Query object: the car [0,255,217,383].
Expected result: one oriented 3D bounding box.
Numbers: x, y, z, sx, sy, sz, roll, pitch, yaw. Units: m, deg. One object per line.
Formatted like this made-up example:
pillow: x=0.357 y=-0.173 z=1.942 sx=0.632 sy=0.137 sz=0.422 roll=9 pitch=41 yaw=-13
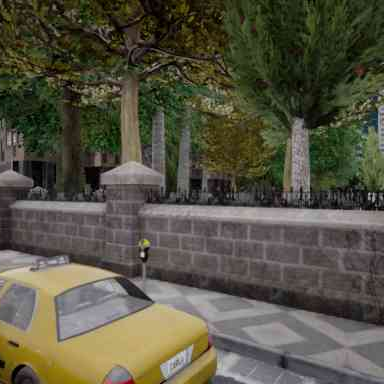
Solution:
car: x=-2.014 y=1.525 z=4.395 sx=4.829 sy=1.417 sz=1.752 roll=0 pitch=0 yaw=35
